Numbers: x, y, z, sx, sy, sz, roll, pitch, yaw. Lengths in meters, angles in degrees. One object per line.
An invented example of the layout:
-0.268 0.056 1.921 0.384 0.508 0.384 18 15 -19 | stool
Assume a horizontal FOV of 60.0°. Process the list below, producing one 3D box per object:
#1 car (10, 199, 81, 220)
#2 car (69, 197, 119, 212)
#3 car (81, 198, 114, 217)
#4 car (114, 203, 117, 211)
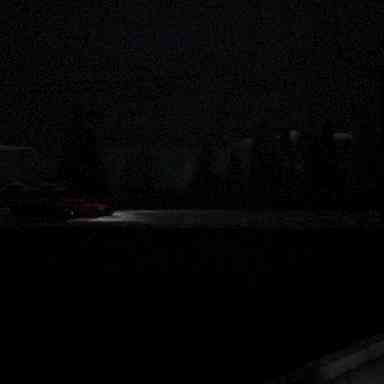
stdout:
-11.837 1.411 26.374 4.902 1.511 2.128 0 0 6 | car
-10.789 1.377 36.821 4.902 1.511 2.128 0 0 6 | car
-9.930 1.386 29.700 5.008 1.535 1.882 0 0 6 | car
-10.092 1.422 33.246 4.674 1.442 1.812 0 0 6 | car
